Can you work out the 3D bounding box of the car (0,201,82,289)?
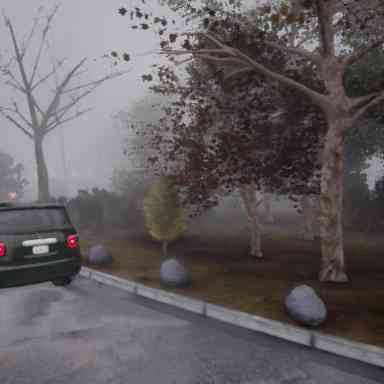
[{"bbox_3d":[-4.890,1.259,8.471,5.566,2.045,2.150,-1,0,45],"label":"car"}]
